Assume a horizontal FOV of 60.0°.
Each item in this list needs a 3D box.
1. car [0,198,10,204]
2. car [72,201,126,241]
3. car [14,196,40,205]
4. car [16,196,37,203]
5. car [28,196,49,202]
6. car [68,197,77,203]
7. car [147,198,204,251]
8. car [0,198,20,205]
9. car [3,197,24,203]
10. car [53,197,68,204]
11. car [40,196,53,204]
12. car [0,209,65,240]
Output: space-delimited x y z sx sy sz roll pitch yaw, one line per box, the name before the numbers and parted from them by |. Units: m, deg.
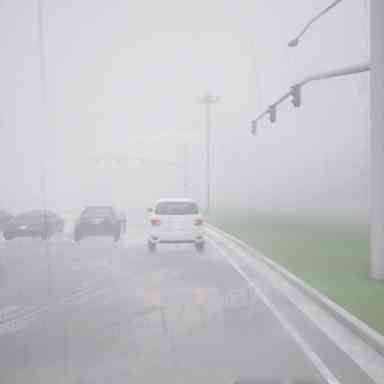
car | -43.305 1.913 74.243 4.718 1.301 1.895 0 0 19
car | -4.644 1.431 17.387 2.097 1.767 4.553 0 0 -7
car | -34.316 1.837 69.178 4.892 1.490 1.837 0 0 37
car | -40.031 1.797 80.462 5.008 1.535 1.882 0 0 23
car | -38.600 1.801 83.656 5.008 1.535 1.882 0 0 23
car | -29.334 1.907 78.496 5.357 1.411 2.033 0 0 33
car | -0.778 1.283 14.618 2.150 2.045 5.566 0 0 -5
car | -11.880 1.448 18.845 2.097 1.767 4.553 0 0 -8
car | -41.489 1.913 77.279 4.718 1.301 1.895 0 0 23
car | -31.033 1.857 75.411 4.892 1.490 1.837 0 0 33
car | -32.915 1.901 72.466 4.181 1.385 1.994 0 0 33
car | -8.201 1.650 17.689 1.994 1.385 4.181 0 0 -7
